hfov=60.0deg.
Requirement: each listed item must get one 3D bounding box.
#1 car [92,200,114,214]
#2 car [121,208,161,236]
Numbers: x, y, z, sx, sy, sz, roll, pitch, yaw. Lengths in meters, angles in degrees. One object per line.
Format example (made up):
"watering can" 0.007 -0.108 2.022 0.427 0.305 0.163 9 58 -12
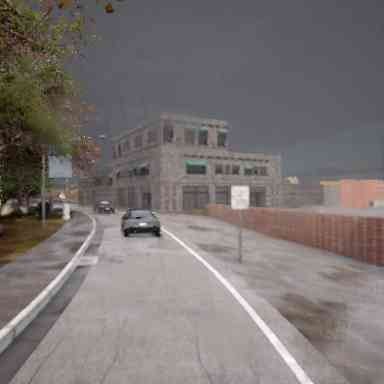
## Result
"car" -10.236 1.685 38.414 1.812 1.442 4.674 0 0 -26
"car" -2.961 1.607 18.777 1.994 1.385 4.181 0 0 -14
